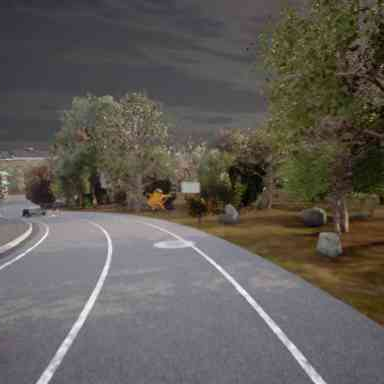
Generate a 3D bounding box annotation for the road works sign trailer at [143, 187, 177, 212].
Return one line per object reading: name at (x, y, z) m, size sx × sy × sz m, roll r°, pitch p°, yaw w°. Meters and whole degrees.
road works sign trailer at (-3.050, 1.186, 37.486) m, size 2.880 × 2.380 × 3.560 m, roll 46°, pitch 18°, yaw 16°

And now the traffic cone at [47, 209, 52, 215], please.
traffic cone at (-18.247, 2.623, 42.227) m, size 0.340 × 0.580 × 0.340 m, roll -4°, pitch 1°, yaw -39°

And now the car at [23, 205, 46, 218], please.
car at (-18.918, 2.271, 39.778) m, size 1.812 × 1.442 × 4.674 m, roll -4°, pitch 1°, yaw -38°
